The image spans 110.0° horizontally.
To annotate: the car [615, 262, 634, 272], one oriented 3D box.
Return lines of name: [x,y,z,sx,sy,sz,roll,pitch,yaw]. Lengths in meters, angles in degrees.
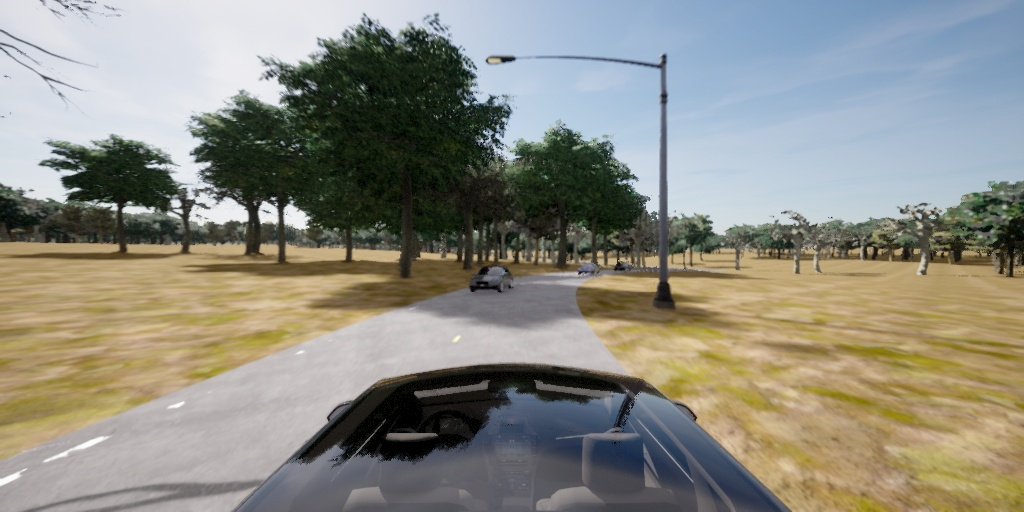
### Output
car: [18.305,1.778,58.546,1.837,1.490,4.892,1,0,36]

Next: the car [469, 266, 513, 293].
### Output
car: [-1.156,1.350,21.762,1.837,1.490,4.892,0,0,11]

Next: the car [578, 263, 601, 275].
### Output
car: [9.513,1.593,43.879,2.033,1.411,5.357,1,0,26]
